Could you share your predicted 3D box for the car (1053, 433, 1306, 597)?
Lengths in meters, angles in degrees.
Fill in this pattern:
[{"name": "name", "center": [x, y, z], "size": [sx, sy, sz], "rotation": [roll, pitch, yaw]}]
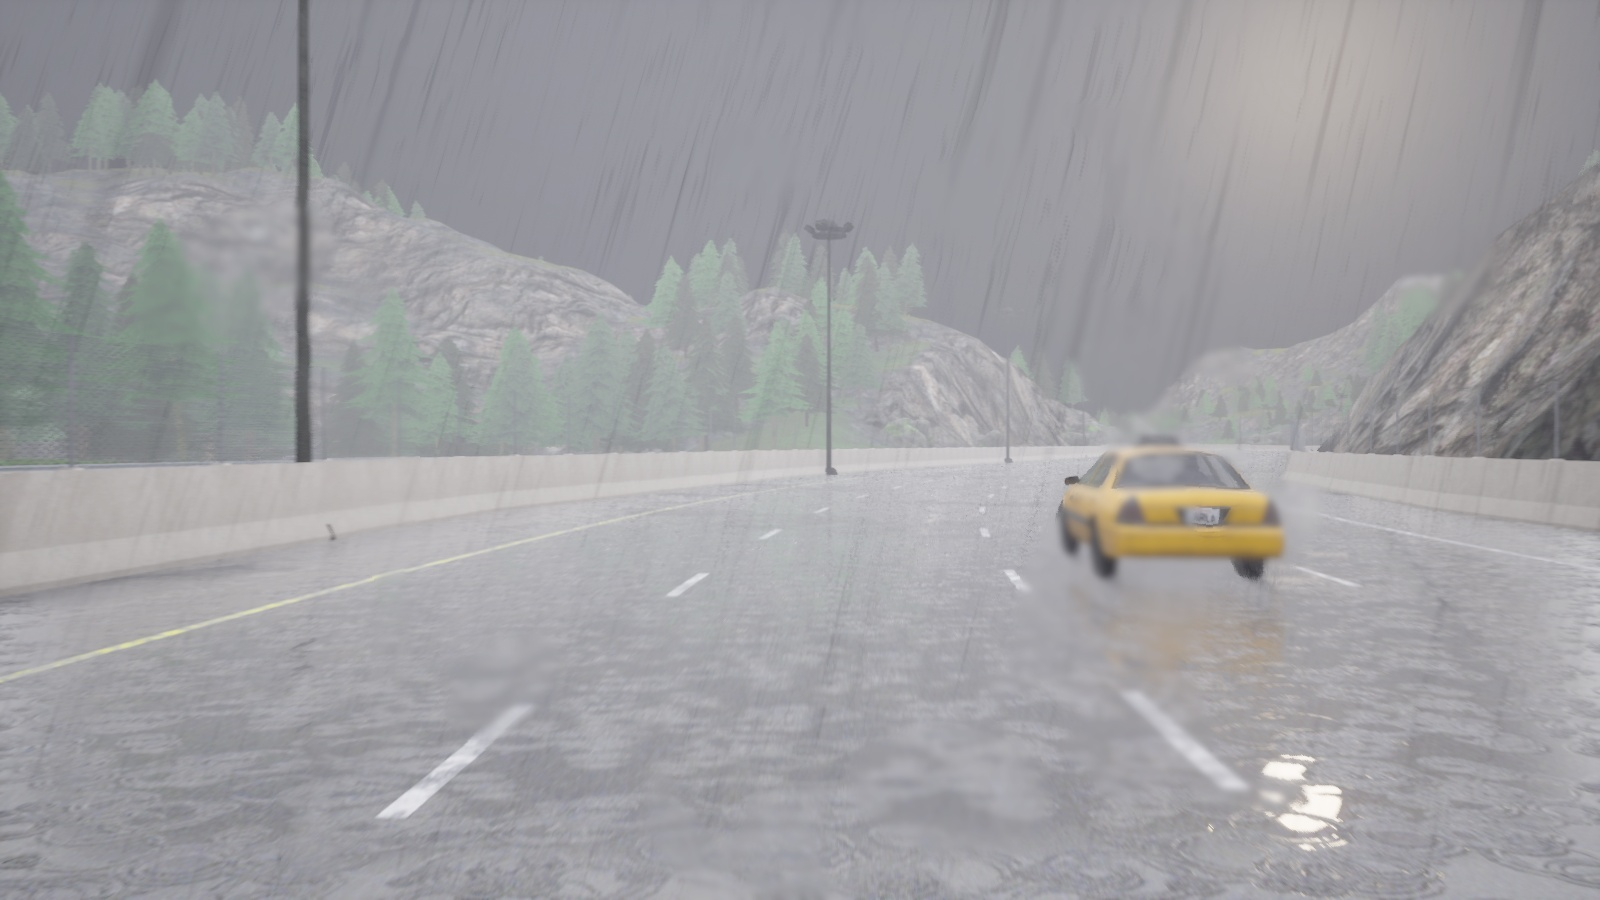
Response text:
[{"name": "car", "center": [4.220, 0.614, 14.884], "size": [1.801, 1.575, 5.366], "rotation": [0, 0, 5]}]
